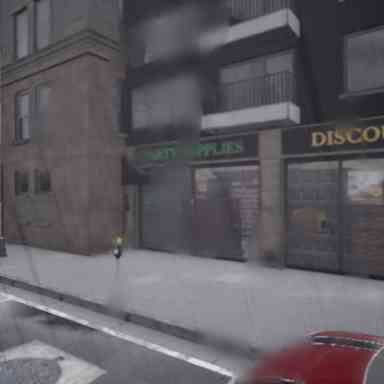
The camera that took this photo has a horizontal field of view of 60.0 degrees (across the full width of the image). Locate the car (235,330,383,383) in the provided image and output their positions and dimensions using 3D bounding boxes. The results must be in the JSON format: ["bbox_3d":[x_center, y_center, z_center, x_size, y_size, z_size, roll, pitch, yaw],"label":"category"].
[{"bbox_3d":[2.006,1.433,1.644,4.097,1.590,1.967,-1,0,36],"label":"car"}]
